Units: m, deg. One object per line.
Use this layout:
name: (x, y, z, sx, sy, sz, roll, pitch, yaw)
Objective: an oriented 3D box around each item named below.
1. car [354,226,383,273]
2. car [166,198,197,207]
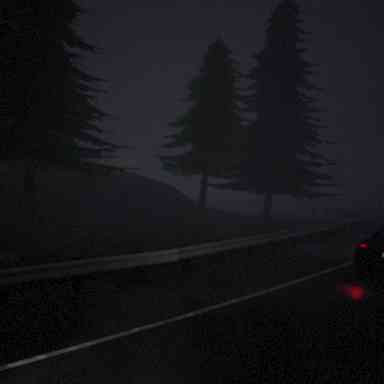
car: (6.395, 1.560, 9.641, 4.181, 1.385, 1.994, 0, 0, -43)
car: (-1.506, 1.598, 56.856, 4.718, 1.301, 1.895, 0, 0, 34)
